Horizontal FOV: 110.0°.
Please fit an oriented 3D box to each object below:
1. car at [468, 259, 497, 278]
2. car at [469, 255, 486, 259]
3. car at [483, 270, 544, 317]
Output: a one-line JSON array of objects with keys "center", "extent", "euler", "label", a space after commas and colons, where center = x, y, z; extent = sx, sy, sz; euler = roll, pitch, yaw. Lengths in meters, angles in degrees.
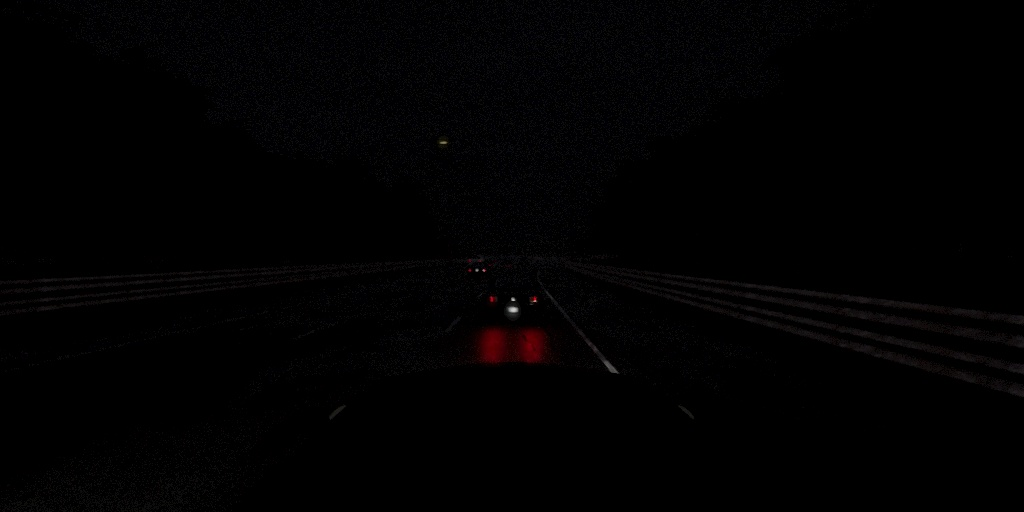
[{"center": [-2.898, 1.261, 33.163], "extent": [2.033, 1.411, 5.357], "euler": [0, 0, 2], "label": "car"}, {"center": [-5.439, 0.856, 56.284], "extent": [2.150, 2.045, 5.566], "euler": [0, 0, 3], "label": "car"}, {"center": [0.075, 1.342, 13.115], "extent": [1.895, 1.301, 4.718], "euler": [0, 0, 1], "label": "car"}]
